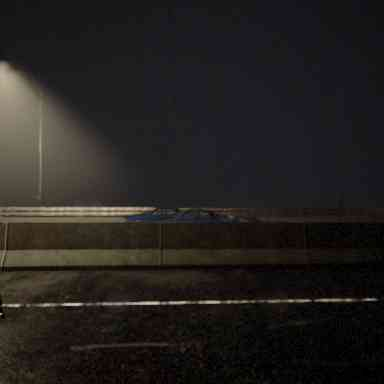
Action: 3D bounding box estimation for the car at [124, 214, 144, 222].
[{"bbox_3d":[-1.935,1.771,22.739,5.357,1.411,2.033,0,-1,-4],"label":"car"}]

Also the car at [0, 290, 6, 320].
[{"bbox_3d":[-5.405,1.513,4.773,4.902,1.511,2.128,0,-1,-4],"label":"car"}]

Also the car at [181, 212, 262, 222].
[{"bbox_3d":[1.968,1.774,15.985,4.718,1.301,1.895,0,-1,-4],"label":"car"}]

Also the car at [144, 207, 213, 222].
[{"bbox_3d":[0.137,1.747,19.371,5.357,1.411,2.033,0,-1,-4],"label":"car"}]
